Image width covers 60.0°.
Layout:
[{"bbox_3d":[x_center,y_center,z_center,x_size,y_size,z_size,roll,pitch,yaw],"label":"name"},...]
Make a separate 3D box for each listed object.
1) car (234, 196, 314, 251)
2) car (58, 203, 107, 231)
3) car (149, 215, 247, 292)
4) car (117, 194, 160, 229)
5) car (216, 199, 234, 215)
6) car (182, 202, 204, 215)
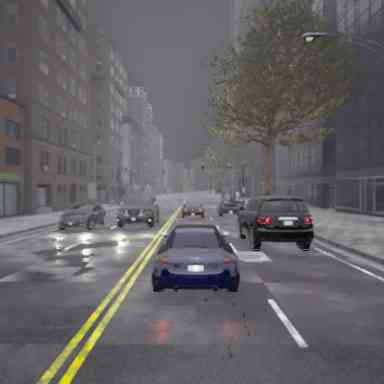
[{"bbox_3d":[3.343,1.195,14.193,2.150,2.045,5.566,0,-1,0],"label":"car"},{"bbox_3d":[-6.603,1.474,20.501,1.837,1.490,4.892,0,0,0],"label":"car"},{"bbox_3d":[0.085,1.551,8.929,1.994,1.385,4.181,0,0,0],"label":"car"},{"bbox_3d":[-3.354,1.188,21.794,2.150,2.045,5.566,0,0,0],"label":"car"},{"bbox_3d":[3.342,1.454,30.920,1.837,1.490,4.892,0,0,0],"label":"car"},{"bbox_3d":[0.092,1.553,29.708,1.895,1.301,4.718,0,0,0],"label":"car"}]
